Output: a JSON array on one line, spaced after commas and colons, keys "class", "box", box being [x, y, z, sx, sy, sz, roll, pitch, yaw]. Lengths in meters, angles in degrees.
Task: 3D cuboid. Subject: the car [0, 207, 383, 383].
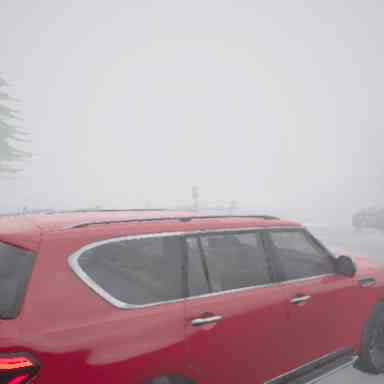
[{"class": "car", "box": [0.353, 1.242, 3.996, 5.566, 2.045, 2.150, 1, -1, -35]}]

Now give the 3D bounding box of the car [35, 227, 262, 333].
[{"class": "car", "box": [-0.775, 1.633, 7.490, 4.718, 1.301, 1.895, 1, 0, -35]}]

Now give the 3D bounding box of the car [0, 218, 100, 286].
[{"class": "car", "box": [-5.036, 1.533, 8.752, 4.674, 1.442, 1.812, 1, 0, -35]}]
